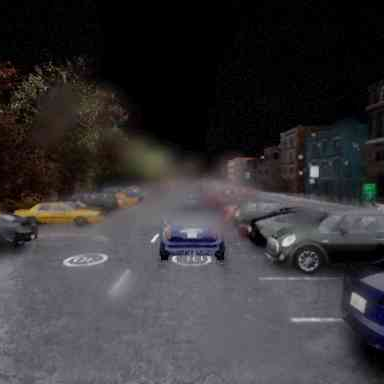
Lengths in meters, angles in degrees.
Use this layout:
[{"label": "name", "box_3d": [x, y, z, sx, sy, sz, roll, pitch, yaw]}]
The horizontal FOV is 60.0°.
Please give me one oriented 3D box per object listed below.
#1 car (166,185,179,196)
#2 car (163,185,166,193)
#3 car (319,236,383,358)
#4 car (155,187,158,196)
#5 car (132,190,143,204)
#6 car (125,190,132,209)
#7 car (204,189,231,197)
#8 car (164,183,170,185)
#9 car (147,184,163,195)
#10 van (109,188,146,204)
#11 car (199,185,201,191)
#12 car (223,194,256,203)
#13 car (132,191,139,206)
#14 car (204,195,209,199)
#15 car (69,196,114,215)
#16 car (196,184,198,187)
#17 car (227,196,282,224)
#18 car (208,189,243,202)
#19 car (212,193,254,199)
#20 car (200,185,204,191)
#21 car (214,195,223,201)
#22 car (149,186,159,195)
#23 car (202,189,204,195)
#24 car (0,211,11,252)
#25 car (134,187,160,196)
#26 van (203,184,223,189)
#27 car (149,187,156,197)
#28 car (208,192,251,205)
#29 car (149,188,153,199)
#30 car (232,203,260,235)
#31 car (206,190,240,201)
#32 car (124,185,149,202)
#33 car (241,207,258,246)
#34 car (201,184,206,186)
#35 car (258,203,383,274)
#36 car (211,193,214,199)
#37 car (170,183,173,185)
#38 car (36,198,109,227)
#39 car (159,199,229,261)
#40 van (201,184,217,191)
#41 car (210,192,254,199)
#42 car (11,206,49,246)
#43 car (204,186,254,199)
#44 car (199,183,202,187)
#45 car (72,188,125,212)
[{"label": "car", "box_3d": [-3.521, -0.012, 64.636, 1.837, 1.490, 4.892, 0, 2, 0]}, {"label": "car", "box_3d": [-8.539, -0.169, 68.495, 5.008, 1.535, 2.097, 0, 2, 0]}, {"label": "car", "box_3d": [4.568, 1.528, 4.479, 4.792, 1.488, 2.163, 0, 0, 0]}, {"label": "car", "box_3d": [-8.550, 0.313, 54.578, 4.892, 1.521, 2.231, 0, 2, 0]}, {"label": "car", "box_3d": [-8.728, 0.875, 37.878, 5.366, 1.575, 1.946, 0, 2, 0]}, {"label": "car", "box_3d": [-8.573, 0.939, 32.183, 4.553, 1.767, 2.185, 0, 2, 0]}, {"label": "car", "box_3d": [4.533, 0.160, 60.174, 4.674, 1.452, 2.002, 0, 2, 0]}, {"label": "car", "box_3d": [-8.517, -0.715, 76.837, 5.566, 2.045, 2.435, 0, 2, 0]}, {"label": "car", "box_3d": [-8.516, -0.130, 60.137, 5.566, 2.045, 2.435, 0, 2, 0]}, {"label": "van", "box_3d": [-8.426, 0.464, 43.437, 4.442, 1.987, 1.878, 0, 2, 0]}, {"label": "car", "box_3d": [4.565, -0.238, 71.301, 4.792, 1.488, 2.163, 0, 2, 0]}, {"label": "car", "box_3d": [4.507, 1.212, 21.201, 4.553, 1.767, 2.185, 0, 1, 0]}, {"label": "car", "box_3d": [-8.537, 0.976, 34.971, 5.008, 1.535, 2.097, 0, 2, 0]}, {"label": "car", "box_3d": [0.010, 1.290, 26.470, 2.033, 1.411, 5.357, 0, 1, 0]}, {"label": "car", "box_3d": [-8.547, 1.284, 23.819, 5.008, 1.535, 2.097, 0, 1, 0]}, {"label": "car", "box_3d": [4.562, -1.315, 93.543, 5.566, 2.045, 2.435, 0, 2, 0]}, {"label": "car", "box_3d": [4.507, 1.260, 18.421, 4.553, 1.767, 2.185, 0, 1, 0]}, {"label": "car", "box_3d": [4.568, 0.473, 46.134, 4.553, 1.767, 2.185, 0, 2, 0]}, {"label": "car", "box_3d": [4.543, 1.141, 29.567, 5.008, 1.535, 2.097, 0, 2, 0]}, {"label": "car", "box_3d": [4.721, 0.021, 62.954, 5.366, 1.575, 1.946, 0, 2, 0]}, {"label": "car", "box_3d": [4.544, 1.215, 26.779, 5.008, 1.535, 2.097, 0, 1, 0]}, {"label": "car", "box_3d": [-8.572, 0.246, 57.361, 4.792, 1.488, 2.163, 0, 2, 0]}, {"label": "car", "box_3d": [4.352, 0.686, 43.482, 5.366, 1.575, 1.946, 0, 2, 0]}, {"label": "car", "box_3d": [-8.536, 1.480, 9.879, 5.008, 1.535, 2.097, 0, 0, 0]}, {"label": "car", "box_3d": [-8.513, -0.101, 62.924, 4.553, 1.767, 2.185, 0, 2, 0]}, {"label": "van", "box_3d": [4.420, 0.180, 51.820, 4.442, 1.987, 1.878, 0, 2, 0]}, {"label": "car", "box_3d": [-8.549, 0.407, 51.795, 5.008, 1.535, 2.097, 0, 2, 0]}, {"label": "car", "box_3d": [4.542, 0.782, 40.700, 5.008, 1.535, 2.097, 0, 2, 0]}, {"label": "car", "box_3d": [-8.546, 0.542, 49.013, 4.674, 1.452, 2.002, 0, 2, 0]}, {"label": "car", "box_3d": [4.510, 1.455, 15.636, 4.792, 1.488, 2.163, 0, 1, 0]}, {"label": "car", "box_3d": [4.530, 0.502, 49.045, 4.892, 1.521, 2.231, 0, 2, 0]}, {"label": "car", "box_3d": [-8.514, 0.533, 40.653, 5.566, 2.045, 2.435, 0, 2, 0]}, {"label": "car", "box_3d": [4.568, 1.485, 12.849, 4.792, 1.488, 2.163, 0, 1, 0]}, {"label": "car", "box_3d": [4.567, -0.199, 65.732, 4.553, 1.767, 2.185, 0, 2, 0]}, {"label": "car", "box_3d": [4.570, 1.353, 10.060, 4.553, 1.767, 2.185, 0, 0, 0]}, {"label": "car", "box_3d": [4.567, 1.089, 32.354, 4.792, 1.488, 2.163, 0, 2, 0]}, {"label": "car", "box_3d": [-8.551, -0.963, 90.761, 5.008, 1.535, 2.097, 0, 2, 0]}, {"label": "car", "box_3d": [-8.356, 1.337, 21.030, 5.366, 1.575, 1.946, 0, 1, 0]}, {"label": "car", "box_3d": [0.020, 1.330, 12.383, 2.097, 1.767, 4.553, 0, 0, 0]}, {"label": "van", "box_3d": [4.651, -1.189, 90.763, 4.442, 1.987, 1.878, 0, 2, 0]}, {"label": "car", "box_3d": [4.540, 1.011, 35.139, 4.674, 1.452, 2.002, 0, 2, 0]}, {"label": "car", "box_3d": [-8.535, 1.457, 12.796, 4.892, 1.521, 2.231, 0, 0, 0]}, {"label": "car", "box_3d": [4.509, 0.625, 37.910, 5.566, 2.045, 2.435, 0, 2, 0]}, {"label": "car", "box_3d": [4.566, -0.688, 79.639, 4.553, 1.767, 2.185, 0, 2, 0]}, {"label": "car", "box_3d": [-8.570, 0.968, 26.602, 5.566, 2.045, 2.435, 0, 1, 0]}]
